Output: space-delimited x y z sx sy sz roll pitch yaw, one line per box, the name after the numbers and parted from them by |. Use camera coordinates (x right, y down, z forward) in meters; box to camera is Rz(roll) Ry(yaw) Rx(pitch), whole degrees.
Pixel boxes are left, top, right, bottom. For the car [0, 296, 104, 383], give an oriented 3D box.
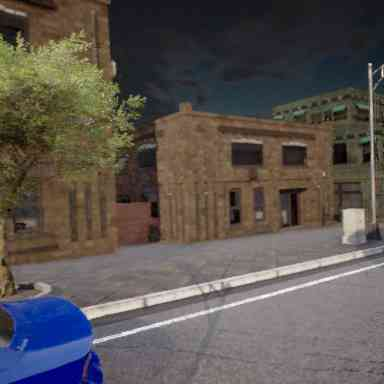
-3.045 1.479 1.821 5.008 1.535 1.882 0 0 -35 | car
